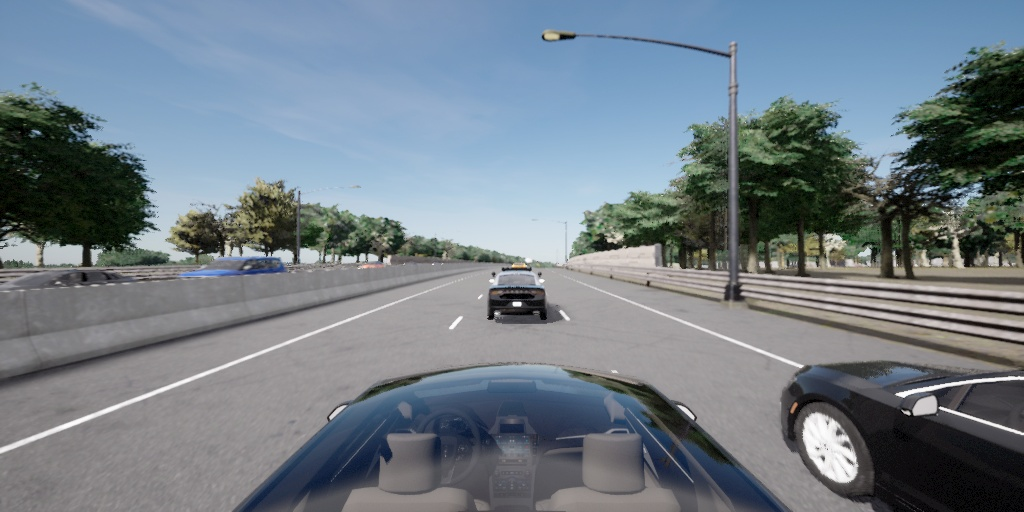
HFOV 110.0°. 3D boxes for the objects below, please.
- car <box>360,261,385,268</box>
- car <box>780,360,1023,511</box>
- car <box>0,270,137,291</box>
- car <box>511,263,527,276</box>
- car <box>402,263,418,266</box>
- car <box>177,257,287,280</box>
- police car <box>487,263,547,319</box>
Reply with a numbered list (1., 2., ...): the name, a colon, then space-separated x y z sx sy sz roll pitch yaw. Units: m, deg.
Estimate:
1. car: -19.995 1.571 51.422 2.097 1.767 4.553 0 -1 3
2. car: 3.611 1.256 1.607 1.837 1.490 4.892 0 0 0
3. car: -17.517 1.307 13.863 1.837 1.490 4.892 0 0 1
4. car: 0.905 1.587 44.171 1.882 1.535 5.008 0 -1 2
5. car: -16.219 1.808 57.078 1.837 1.490 4.892 0 -1 3
6. car: -13.964 1.054 18.325 2.150 2.045 5.566 0 0 1
7. police car: 0.175 1.225 13.174 1.930 1.638 5.238 0 0 1
